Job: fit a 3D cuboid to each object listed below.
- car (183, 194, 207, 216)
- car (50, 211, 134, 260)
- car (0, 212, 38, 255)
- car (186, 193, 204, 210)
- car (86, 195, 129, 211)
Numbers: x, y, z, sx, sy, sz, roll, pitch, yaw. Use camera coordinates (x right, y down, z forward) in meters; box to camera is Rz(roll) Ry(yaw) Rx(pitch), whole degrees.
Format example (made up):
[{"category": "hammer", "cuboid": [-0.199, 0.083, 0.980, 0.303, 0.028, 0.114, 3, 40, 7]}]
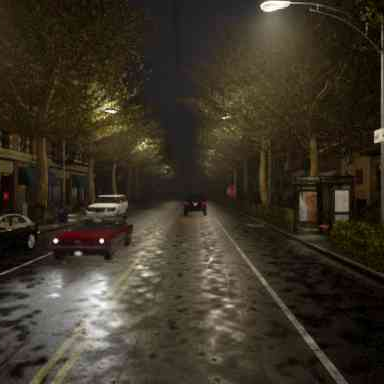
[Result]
[{"category": "car", "cuboid": [0.325, 1.222, 33.056, 2.150, 2.045, 5.566, 0, 0, 0]}, {"category": "car", "cuboid": [-3.501, 1.601, 12.490, 1.895, 1.301, 4.718, 0, 0, 1]}, {"category": "car", "cuboid": [-7.063, 1.481, 11.372, 2.231, 1.521, 4.892, 0, 0, 0]}, {"category": "car", "cuboid": [0.388, 1.221, 43.597, 2.150, 2.045, 5.566, 0, 0, 0]}, {"category": "car", "cuboid": [-6.381, 1.228, 25.734, 2.435, 2.045, 5.566, 0, 0, 0]}]
